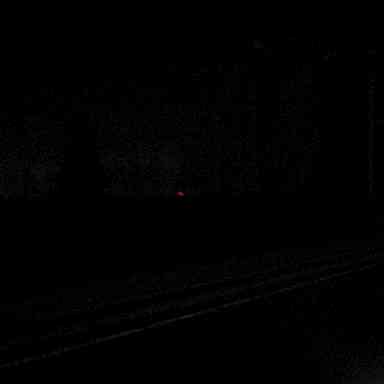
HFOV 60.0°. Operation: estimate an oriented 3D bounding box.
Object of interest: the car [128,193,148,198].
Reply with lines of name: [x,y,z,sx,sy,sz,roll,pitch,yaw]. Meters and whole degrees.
car: [-7.066,1.205,45.970,2.150,2.045,5.566,0,0,-36]
